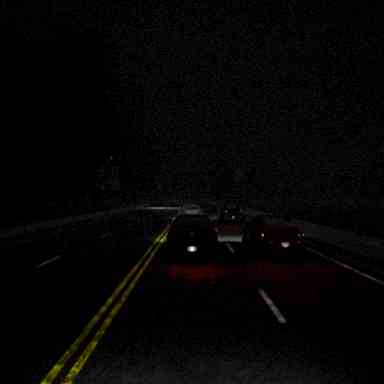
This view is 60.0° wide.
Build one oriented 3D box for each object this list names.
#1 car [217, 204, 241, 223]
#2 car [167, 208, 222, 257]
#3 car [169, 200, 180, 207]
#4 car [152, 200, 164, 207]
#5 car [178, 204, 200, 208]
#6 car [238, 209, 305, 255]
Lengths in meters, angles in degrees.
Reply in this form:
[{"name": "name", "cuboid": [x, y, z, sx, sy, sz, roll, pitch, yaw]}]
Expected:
[{"name": "car", "cuboid": [3.275, 1.785, 28.508, 2.128, 1.511, 4.902, 0, 0, 0]}, {"name": "car", "cuboid": [0.023, 1.644, 13.499, 1.837, 1.490, 4.892, 0, 0, 1]}, {"name": "car", "cuboid": [-3.264, 2.207, 64.551, 1.812, 1.442, 4.674, 0, -1, 1]}, {"name": "car", "cuboid": [-6.516, 2.244, 64.571, 1.994, 1.385, 4.181, 0, -1, 1]}, {"name": "car", "cuboid": [0.029, 1.822, 28.896, 1.812, 1.442, 4.674, 0, 0, 1]}, {"name": "car", "cuboid": [3.277, 1.667, 13.898, 1.812, 1.442, 4.674, 0, 0, 1]}]
